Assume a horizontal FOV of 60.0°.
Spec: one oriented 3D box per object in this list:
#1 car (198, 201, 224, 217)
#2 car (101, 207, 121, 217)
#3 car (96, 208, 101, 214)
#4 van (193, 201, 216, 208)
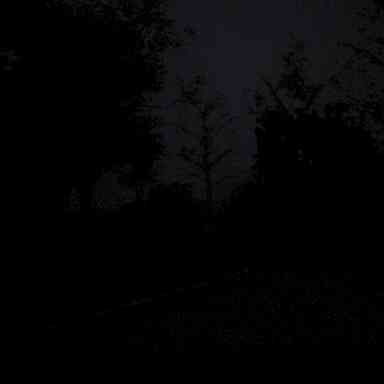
[{"bbox_3d":[3.588,2.250,39.706,5.366,1.575,1.946,0,-2,-44],"label":"car"},{"bbox_3d":[-12.549,3.513,56.865,4.674,1.452,2.002,0,-3,-44],"label":"car"},{"bbox_3d":[-14.777,3.535,59.127,4.553,1.767,2.185,0,-3,-44],"label":"car"},{"bbox_3d":[1.869,2.147,41.938,4.442,1.987,1.878,0,-2,-44],"label":"van"}]
